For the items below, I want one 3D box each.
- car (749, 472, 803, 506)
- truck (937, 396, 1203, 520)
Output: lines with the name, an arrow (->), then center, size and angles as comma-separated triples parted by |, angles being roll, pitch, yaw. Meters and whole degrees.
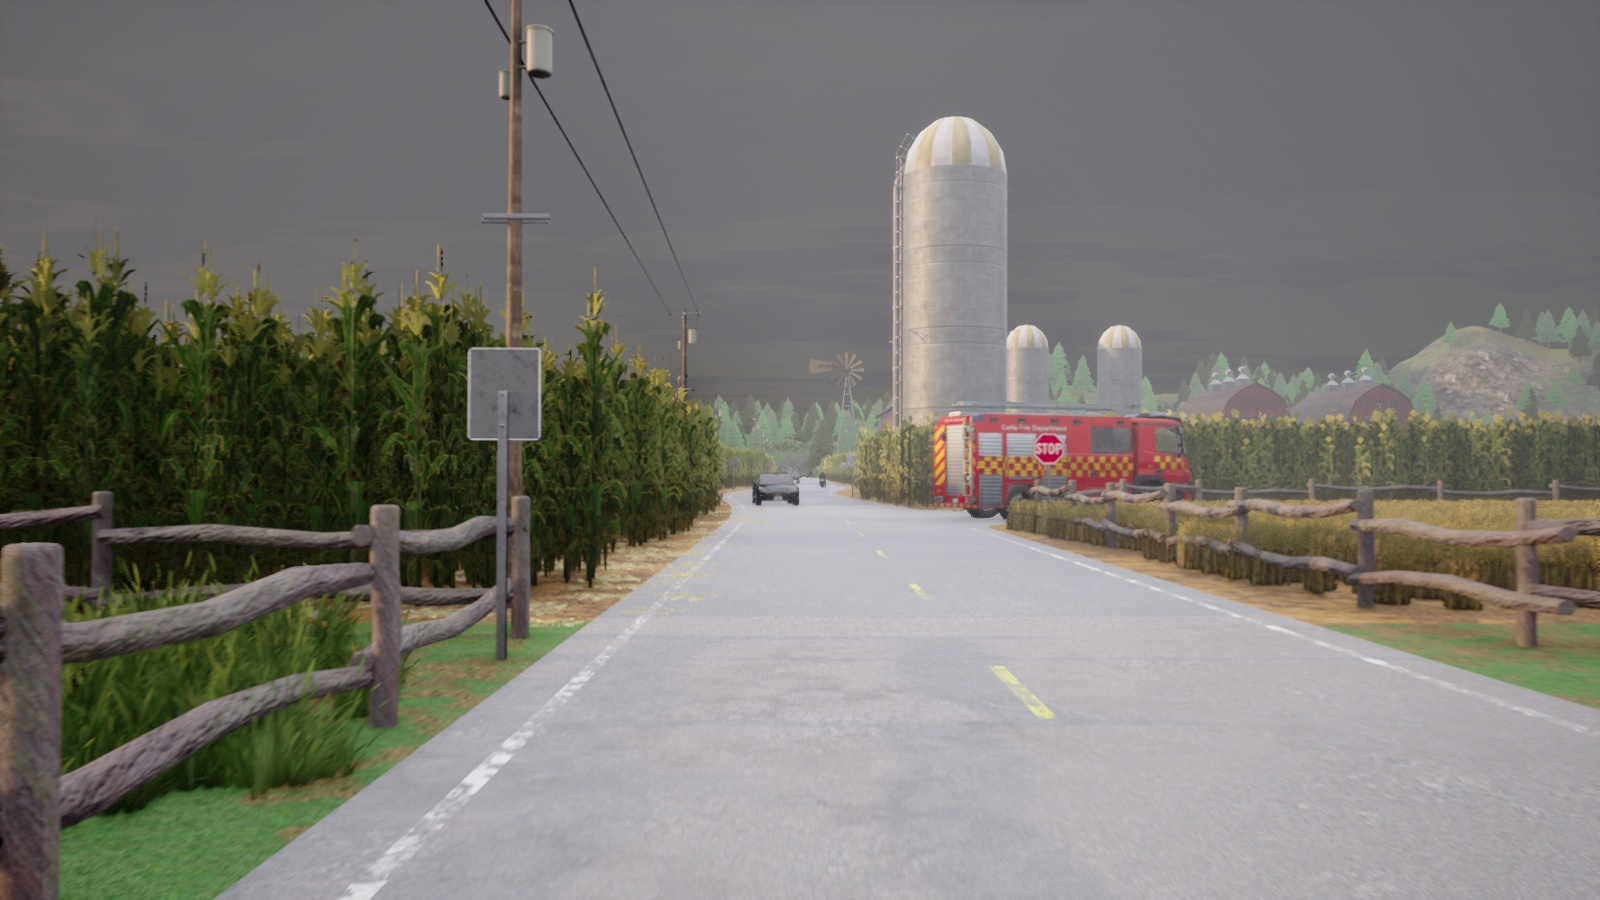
car -> -1.139, 1.757, 57.746 | 2.163, 1.488, 4.792 | 0, -1, -5
truck -> 9.011, 0.293, 41.859 | 8.468, 3.827, 2.891 | 0, -1, -22
